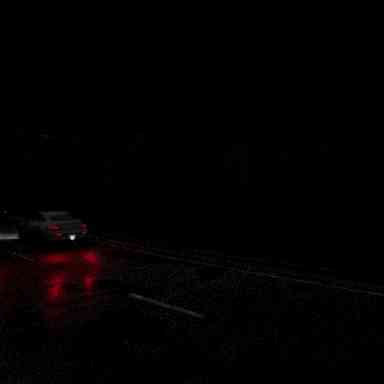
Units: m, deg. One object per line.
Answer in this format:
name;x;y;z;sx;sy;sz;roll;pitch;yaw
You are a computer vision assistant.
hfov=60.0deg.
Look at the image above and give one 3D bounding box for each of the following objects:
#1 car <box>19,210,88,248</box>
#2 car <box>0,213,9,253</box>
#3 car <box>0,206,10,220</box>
car;-6.201;1.531;14.764;1.812;1.442;4.674;0;0;-41
car;-8.165;1.505;11.706;1.837;1.490;4.892;0;0;-42
car;-15.511;1.565;25.313;4.181;1.385;1.994;0;0;43
